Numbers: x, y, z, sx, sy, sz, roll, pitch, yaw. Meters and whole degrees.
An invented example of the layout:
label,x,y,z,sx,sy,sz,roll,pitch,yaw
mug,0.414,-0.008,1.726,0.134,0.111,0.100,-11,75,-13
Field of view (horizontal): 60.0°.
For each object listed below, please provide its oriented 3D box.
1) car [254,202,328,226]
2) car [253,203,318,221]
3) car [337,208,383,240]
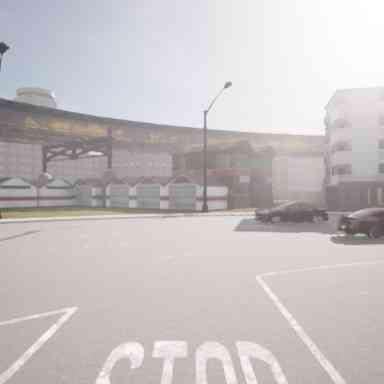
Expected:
label,x,y,z,sx,sy,sz,roll,pitch,yaw
car,7.028,1.487,23.478,5.008,1.535,1.882,0,-1,-10
car,7.572,1.611,27.134,4.718,1.301,1.895,0,0,-9
car,9.653,1.532,16.635,4.674,1.442,1.812,0,0,-10
